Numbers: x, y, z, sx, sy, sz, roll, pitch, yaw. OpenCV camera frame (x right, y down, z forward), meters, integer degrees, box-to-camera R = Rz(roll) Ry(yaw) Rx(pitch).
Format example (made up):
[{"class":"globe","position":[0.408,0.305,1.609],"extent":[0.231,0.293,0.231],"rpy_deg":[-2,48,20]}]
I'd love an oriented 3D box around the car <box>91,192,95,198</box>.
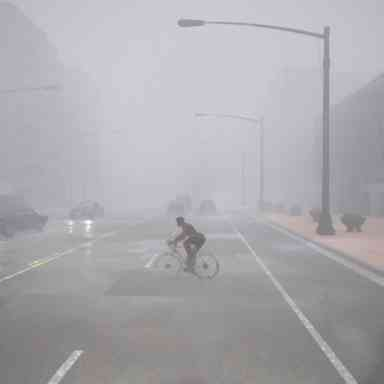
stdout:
[{"class":"car","position":[-25.657,0.798,82.982],"extent":[1.970,1.475,3.806],"rpy_deg":[0,2,3]}]

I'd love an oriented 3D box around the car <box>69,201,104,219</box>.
[{"class":"car","position":[-9.252,1.578,29.591],"extent":[1.812,1.442,4.674],"rpy_deg":[0,0,3]}]

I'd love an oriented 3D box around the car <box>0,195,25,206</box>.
[{"class":"car","position":[-13.141,1.236,21.830],"extent":[2.150,2.045,5.566],"rpy_deg":[0,0,3]}]

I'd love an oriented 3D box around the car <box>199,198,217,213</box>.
[{"class":"car","position":[1.839,1.605,38.622],"extent":[2.128,1.511,4.902],"rpy_deg":[0,0,3]}]

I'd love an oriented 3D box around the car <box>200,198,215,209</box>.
[{"class":"car","position":[2.312,1.647,49.120],"extent":[2.128,1.511,4.902],"rpy_deg":[0,0,3]}]

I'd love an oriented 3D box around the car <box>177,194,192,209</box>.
[{"class":"car","position":[-1.224,1.367,48.548],"extent":[2.150,2.045,5.566],"rpy_deg":[0,0,3]}]

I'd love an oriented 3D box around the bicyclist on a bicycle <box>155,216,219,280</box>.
[{"class":"bicyclist on a bicycle","position":[-0.139,1.456,8.572],"extent":[1.656,1.620,0.582],"rpy_deg":[0,0,3]}]

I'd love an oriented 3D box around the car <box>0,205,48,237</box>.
[{"class":"car","position":[-9.789,1.605,18.041],"extent":[1.895,1.301,4.718],"rpy_deg":[0,0,3]}]

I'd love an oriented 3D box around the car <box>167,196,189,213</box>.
[{"class":"car","position":[-1.689,1.581,38.191],"extent":[1.882,1.535,5.008],"rpy_deg":[0,0,3]}]
